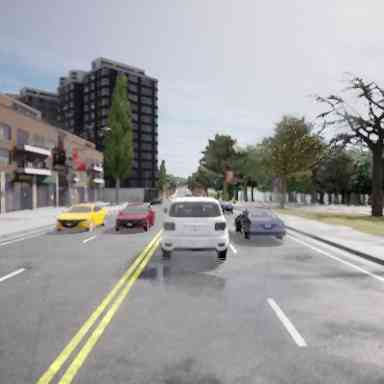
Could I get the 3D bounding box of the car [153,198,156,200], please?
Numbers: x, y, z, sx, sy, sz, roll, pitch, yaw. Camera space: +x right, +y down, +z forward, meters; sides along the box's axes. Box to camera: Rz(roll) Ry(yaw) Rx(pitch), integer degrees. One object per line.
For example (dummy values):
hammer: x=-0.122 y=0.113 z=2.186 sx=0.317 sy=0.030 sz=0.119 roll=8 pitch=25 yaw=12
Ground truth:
car: x=-6.541 y=1.793 z=62.558 sx=1.895 sy=1.301 sz=4.718 roll=0 pitch=0 yaw=1

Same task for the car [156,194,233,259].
car: x=0.091 y=1.215 z=12.688 sx=2.150 sy=2.045 sz=5.566 roll=0 pitch=0 yaw=0

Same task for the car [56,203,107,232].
car: x=-6.607 y=1.478 z=20.375 sx=1.882 sy=1.535 sz=5.008 roll=0 pitch=0 yaw=0

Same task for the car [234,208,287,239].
car: x=3.343 y=1.545 z=17.153 sx=2.033 sy=1.411 sz=5.357 roll=0 pitch=0 yaw=0

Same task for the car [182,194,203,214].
car: x=0.086 y=1.256 z=36.916 sx=2.150 sy=2.045 sz=5.566 roll=0 pitch=0 yaw=0

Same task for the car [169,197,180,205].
car: x=-3.293 y=1.714 z=62.575 sx=1.812 sy=1.442 sz=4.674 roll=0 pitch=0 yaw=1

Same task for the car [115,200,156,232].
car: x=-3.359 y=1.479 z=20.376 sx=1.882 sy=1.535 sz=5.008 roll=0 pitch=0 yaw=0

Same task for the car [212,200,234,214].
car: x=3.336 y=1.635 z=36.573 sx=1.895 sy=1.301 sz=4.718 roll=0 pitch=0 yaw=0
